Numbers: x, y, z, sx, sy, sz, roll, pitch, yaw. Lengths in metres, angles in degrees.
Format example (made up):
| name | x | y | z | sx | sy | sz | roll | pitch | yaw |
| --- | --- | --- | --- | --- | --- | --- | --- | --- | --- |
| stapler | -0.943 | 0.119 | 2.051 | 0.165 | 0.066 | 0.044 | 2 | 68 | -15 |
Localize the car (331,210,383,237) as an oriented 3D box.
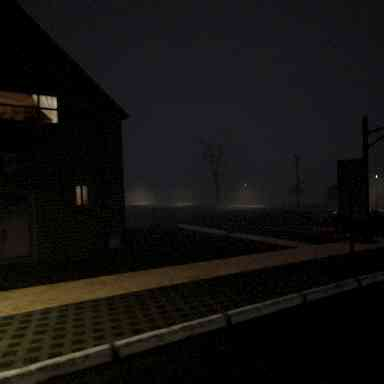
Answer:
| name | x | y | z | sx | sy | sz | roll | pitch | yaw |
| --- | --- | --- | --- | --- | --- | --- | --- | --- | --- |
| car | 10.823 | 1.863 | 20.115 | 1.837 | 1.490 | 4.892 | -3 | 1 | -30 |
